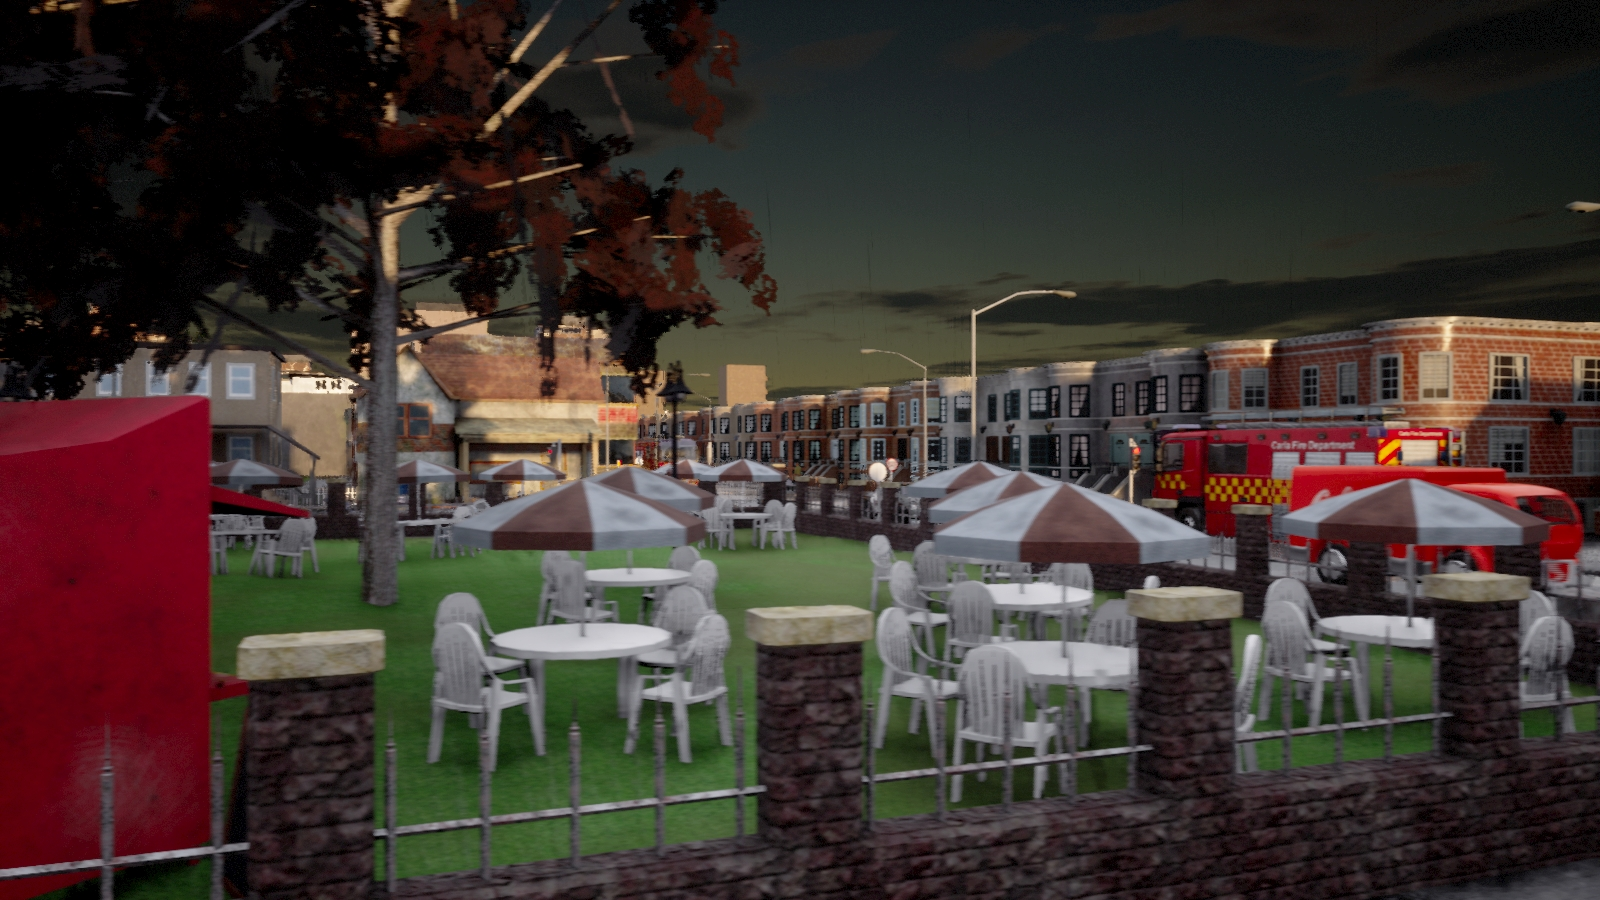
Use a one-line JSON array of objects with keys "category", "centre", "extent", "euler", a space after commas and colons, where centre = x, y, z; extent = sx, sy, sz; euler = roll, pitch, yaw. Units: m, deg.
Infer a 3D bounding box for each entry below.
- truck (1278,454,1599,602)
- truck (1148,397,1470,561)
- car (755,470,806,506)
[{"category": "truck", "centre": [12.332, 1.341, 22.390], "extent": [2.627, 2.467, 5.204], "euler": [0, 0, -20]}, {"category": "truck", "centre": [13.386, 0.670, 31.159], "extent": [2.891, 3.827, 8.468], "euler": [0, 0, -21]}, {"category": "car", "centre": [-1.008, 1.817, 55.629], "extent": [2.038, 1.542, 4.974], "euler": [0, 0, -6]}]
